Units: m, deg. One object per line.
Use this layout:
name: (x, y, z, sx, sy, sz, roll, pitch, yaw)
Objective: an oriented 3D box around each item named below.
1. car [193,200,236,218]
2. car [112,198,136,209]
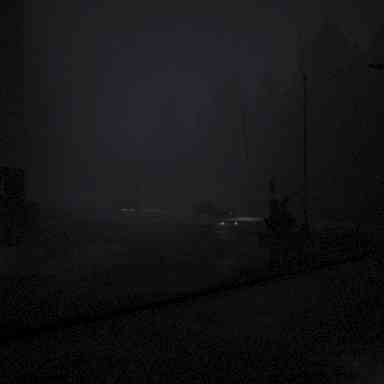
car: (1.899, 1.489, 29.591, 1.812, 1.442, 4.674, 0, 0, -36)
car: (-9.227, 1.527, 45.097, 1.994, 1.385, 4.181, 0, 0, -35)
